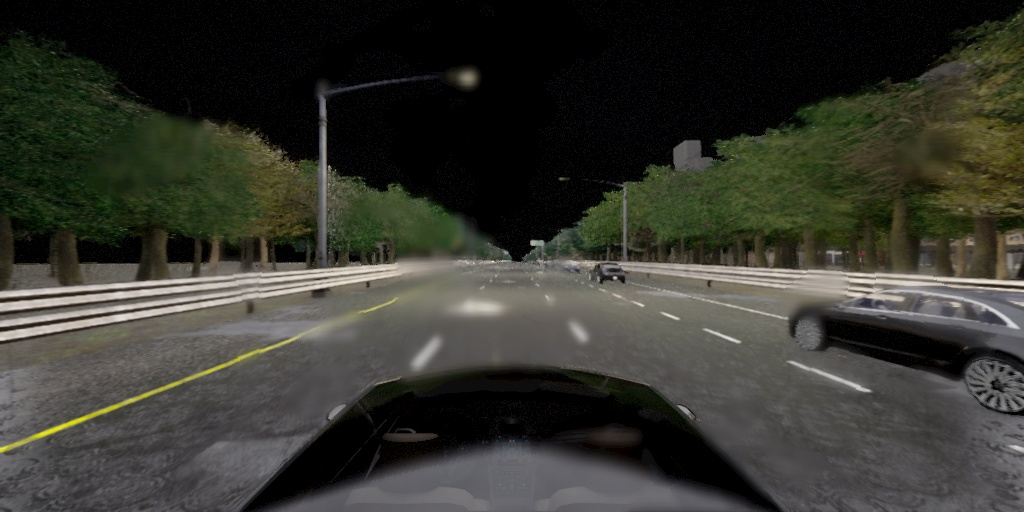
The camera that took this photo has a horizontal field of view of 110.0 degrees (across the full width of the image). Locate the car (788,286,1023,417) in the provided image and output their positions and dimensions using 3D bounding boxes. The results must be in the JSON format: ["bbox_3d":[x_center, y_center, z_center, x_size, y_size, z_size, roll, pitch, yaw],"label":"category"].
[{"bbox_3d":[7.018,1.241,5.922,2.128,1.511,4.902,0,0,0],"label":"car"}]

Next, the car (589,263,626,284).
[{"bbox_3d":[7.041,1.266,26.884,1.837,1.490,4.892,0,0,0],"label":"car"}]

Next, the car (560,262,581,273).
[{"bbox_3d":[7.108,1.444,44.043,1.895,1.301,4.718,0,0,0],"label":"car"}]
